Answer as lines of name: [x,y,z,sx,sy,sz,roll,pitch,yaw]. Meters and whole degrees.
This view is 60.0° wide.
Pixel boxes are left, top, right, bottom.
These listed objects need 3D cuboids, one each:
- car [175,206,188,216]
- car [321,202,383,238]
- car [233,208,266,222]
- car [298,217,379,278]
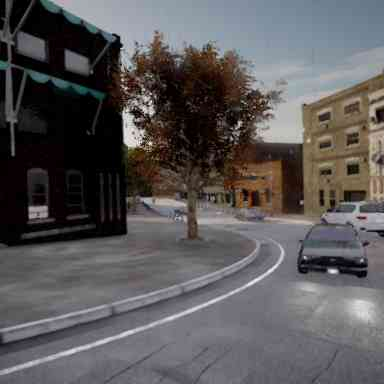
car: [-1.426,3.028,52.899,1.837,1.490,4.892,-2,0,-14]
car: [9.838,1.618,20.327,2.150,2.045,5.566,-1,-1,-2]
car: [6.321,2.505,37.229,2.033,1.411,5.357,-2,-1,-14]
car: [4.777,1.786,11.280,2.033,1.411,5.357,-1,-2,23]
